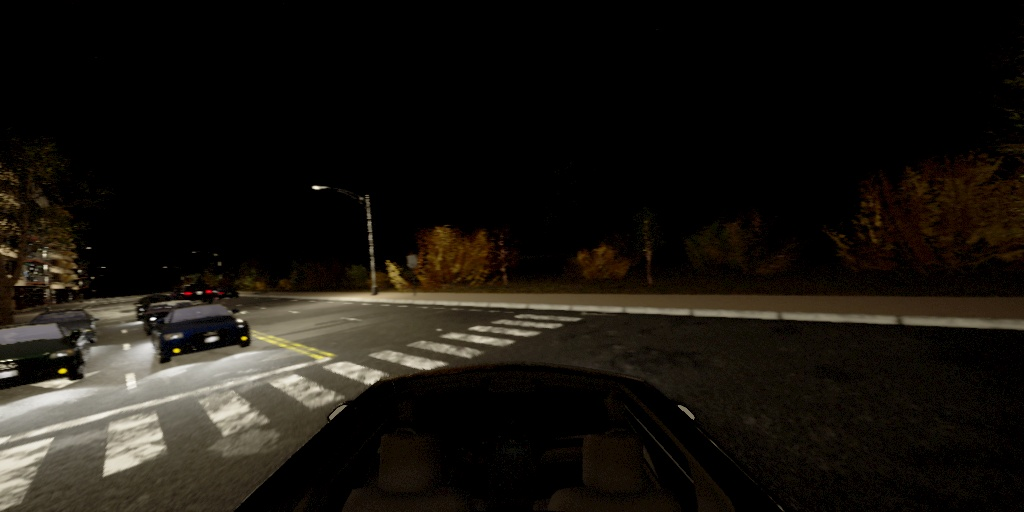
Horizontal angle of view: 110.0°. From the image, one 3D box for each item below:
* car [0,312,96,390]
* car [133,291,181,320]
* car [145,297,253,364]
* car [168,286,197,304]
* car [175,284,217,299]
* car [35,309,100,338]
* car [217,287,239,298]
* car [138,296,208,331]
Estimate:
[{"bbox_3d":[-11.867,2.386,8.711,4.181,1.385,1.994,-5,0,42],"label":"car"},{"bbox_3d":[-24.774,3.496,24.930,4.892,1.490,1.837,-5,-1,42],"label":"car"},{"bbox_3d":[-9.664,2.216,11.087,4.181,1.385,1.994,-5,0,42],"label":"car"},{"bbox_3d":[-39.820,4.709,43.345,4.553,1.767,2.097,-5,-1,42],"label":"car"},{"bbox_3d":[-31.911,3.873,36.100,5.566,2.045,2.150,-5,0,42],"label":"car"},{"bbox_3d":[-18.673,2.972,14.937,5.357,1.411,2.033,-5,0,42],"label":"car"},{"bbox_3d":[-33.780,4.410,42.241,4.181,1.385,1.994,-5,0,42],"label":"car"},{"bbox_3d":[-16.103,2.822,16.992,4.718,1.301,1.895,-5,0,43],"label":"car"}]
